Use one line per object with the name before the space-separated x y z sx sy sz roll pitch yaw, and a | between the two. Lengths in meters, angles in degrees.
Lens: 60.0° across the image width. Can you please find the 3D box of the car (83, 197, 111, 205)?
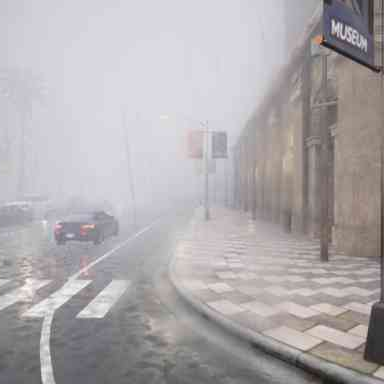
car | -10.904 1.526 39.423 1.812 1.442 4.674 0 0 2

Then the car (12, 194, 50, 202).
car | -14.794 1.221 30.421 2.150 2.045 5.566 0 0 2

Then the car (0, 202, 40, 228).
car | -11.656 1.547 20.120 2.033 1.411 5.357 0 0 2

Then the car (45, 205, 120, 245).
car | -4.703 1.543 15.353 1.812 1.442 4.674 0 0 2

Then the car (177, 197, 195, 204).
car | -1.054 1.573 61.641 1.994 1.385 4.181 -1 0 28

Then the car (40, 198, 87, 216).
car | -11.321 1.526 29.543 1.812 1.442 4.674 0 0 2

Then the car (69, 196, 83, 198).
car | -14.353 1.352 40.737 2.097 1.767 4.553 0 0 3
